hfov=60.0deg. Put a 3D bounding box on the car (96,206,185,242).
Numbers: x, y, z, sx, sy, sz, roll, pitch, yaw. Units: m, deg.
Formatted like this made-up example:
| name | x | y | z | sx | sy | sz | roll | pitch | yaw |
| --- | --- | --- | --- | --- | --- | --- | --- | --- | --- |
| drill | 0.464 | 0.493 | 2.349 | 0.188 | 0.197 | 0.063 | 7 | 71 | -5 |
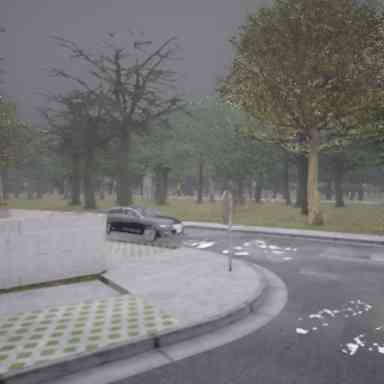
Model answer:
| name | x | y | z | sx | sy | sz | roll | pitch | yaw |
| --- | --- | --- | --- | --- | --- | --- | --- | --- | --- |
| car | -2.658 | 1.444 | 16.309 | 4.902 | 1.511 | 2.128 | 1 | 1 | 32 |
